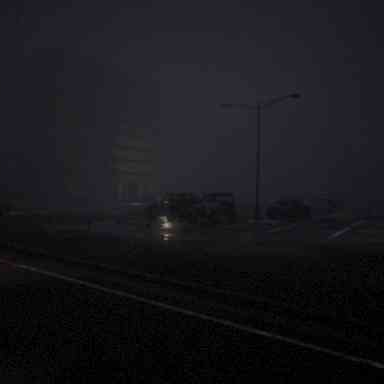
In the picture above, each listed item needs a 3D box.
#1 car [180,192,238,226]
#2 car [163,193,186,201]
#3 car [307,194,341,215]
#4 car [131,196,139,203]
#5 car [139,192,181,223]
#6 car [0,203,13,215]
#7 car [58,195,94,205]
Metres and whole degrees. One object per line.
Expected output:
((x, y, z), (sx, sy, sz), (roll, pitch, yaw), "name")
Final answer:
((1.309, 0.991, 20.481), (1.905, 1.878, 3.866), (1, 1, 34), "car")
((-3.257, 0.923, 62.994), (1.812, 1.442, 4.674), (1, 0, 34), "car")
((13.320, 1.265, 33.449), (1.970, 1.475, 3.806), (1, 1, 34), "car")
((-7.276, 1.018, 50.852), (1.994, 1.385, 4.181), (1, 1, 34), "car")
((-1.059, 0.943, 22.145), (1.932, 1.855, 4.605), (1, 1, 34), "car")
((-16.038, 1.101, 25.095), (1.812, 1.442, 4.674), (0, 0, 30), "car")
((-15.576, 1.005, 44.769), (1.895, 1.301, 4.718), (1, 1, 34), "car")
